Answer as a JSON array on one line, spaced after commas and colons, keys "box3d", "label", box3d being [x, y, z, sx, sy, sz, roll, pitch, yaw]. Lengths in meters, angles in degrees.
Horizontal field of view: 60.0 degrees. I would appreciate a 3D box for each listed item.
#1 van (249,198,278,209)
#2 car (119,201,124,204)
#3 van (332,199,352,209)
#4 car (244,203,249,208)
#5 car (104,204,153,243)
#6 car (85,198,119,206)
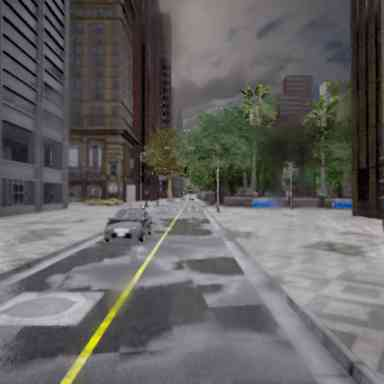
[{"box3d": [11.893, 1.947, 54.350, 3.998, 1.788, 1.690, 1, -2, 0], "label": "van"}, {"box3d": [-15.343, 1.795, 62.980, 4.829, 1.417, 1.752, 1, -2, 0], "label": "car"}, {"box3d": [28.486, 2.328, 62.806, 3.998, 1.788, 1.690, 1, -2, 0], "label": "van"}, {"box3d": [11.912, 2.298, 62.867, 4.206, 1.307, 1.802, 1, -2, 0], "label": "car"}, {"box3d": [-3.097, 1.605, 16.985, 2.128, 1.511, 4.902, 0, 0, 0], "label": "car"}, {"box3d": [-15.027, 1.690, 54.455, 4.829, 1.417, 1.752, 1, -2, 0], "label": "car"}]
